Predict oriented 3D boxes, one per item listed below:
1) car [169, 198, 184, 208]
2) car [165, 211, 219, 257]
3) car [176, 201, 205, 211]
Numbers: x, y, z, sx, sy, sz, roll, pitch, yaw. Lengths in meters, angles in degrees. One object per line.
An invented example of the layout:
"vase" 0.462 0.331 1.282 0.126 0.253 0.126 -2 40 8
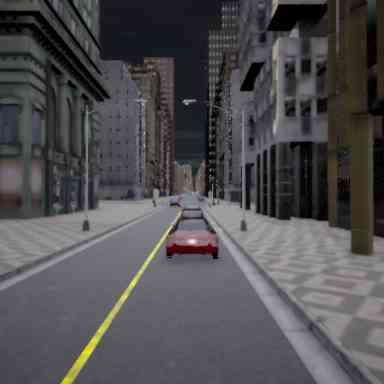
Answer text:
"car" -3.013 2.135 59.866 1.895 1.301 4.718 0 0 0
"car" 0.023 1.698 13.492 1.994 1.385 4.181 0 0 0
"car" 0.022 1.765 28.503 2.128 1.511 4.902 0 0 0
